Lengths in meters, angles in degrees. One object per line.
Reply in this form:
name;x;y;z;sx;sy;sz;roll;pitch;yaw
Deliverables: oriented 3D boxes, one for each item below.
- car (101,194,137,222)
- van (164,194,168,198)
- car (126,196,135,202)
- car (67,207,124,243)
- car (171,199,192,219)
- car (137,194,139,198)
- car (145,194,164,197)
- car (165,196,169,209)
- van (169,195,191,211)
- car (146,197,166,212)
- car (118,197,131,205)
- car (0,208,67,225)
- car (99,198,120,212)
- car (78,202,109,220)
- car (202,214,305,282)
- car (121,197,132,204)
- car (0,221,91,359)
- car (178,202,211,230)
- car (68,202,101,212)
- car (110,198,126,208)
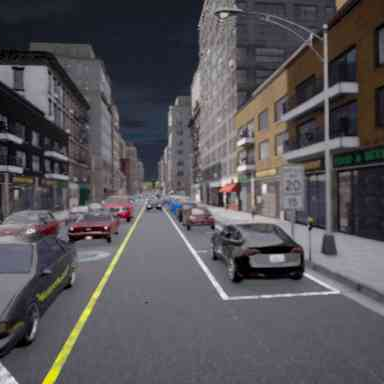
car;-5.917;1.280;26.944;2.150;2.045;5.566;-1;0;-6
van;-2.249;1.322;42.345;1.690;1.788;3.998;-1;0;-7
car;-14.769;1.722;79.704;1.887;1.381;4.507;-1;0;-7
car;-4.691;1.653;16.463;1.895;1.301;4.718;-1;0;-7
car;-0.291;1.528;25.929;1.947;1.339;4.313;-1;0;-7
car;-15.420;1.751;85.176;1.947;1.339;4.313;-1;0;-7
car;-5.768;1.530;50.485;2.128;1.511;4.902;-1;0;-7
car;-1.594;1.524;36.873;2.008;1.369;4.403;-1;0;-7
van;-0.946;1.308;31.401;1.690;1.788;3.998;-1;0;-7
car;-4.543;1.623;40.228;1.895;1.301;4.718;-1;0;-7
car;-12.816;1.698;63.286;1.887;1.381;4.507;-1;0;-7
car;-6.958;1.535;14.037;1.967;1.590;4.097;-1;0;-7
car;-10.214;1.560;41.397;1.967;1.590;4.097;-1;0;-7
car;-8.910;1.657;30.453;2.008;1.369;4.403;-1;0;-7
car;1.663;1.520;9.512;1.947;1.339;4.313;-1;0;-7
car;-13.467;1.744;68.759;1.802;1.307;4.206;-1;0;-7
car;-3.522;1.596;6.491;2.033;1.411;5.357;-1;0;-9
car;0.360;1.540;20.458;1.802;1.307;4.206;-1;0;-7
car;-8.258;1.683;24.981;1.802;1.307;4.206;-1;0;-7
car;-11.514;1.687;52.342;2.008;1.369;4.403;-1;0;-7
